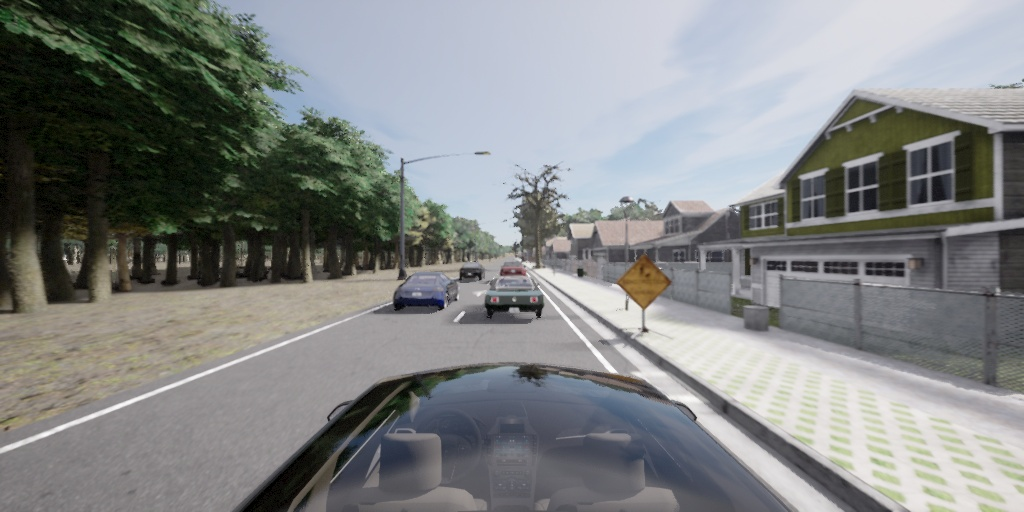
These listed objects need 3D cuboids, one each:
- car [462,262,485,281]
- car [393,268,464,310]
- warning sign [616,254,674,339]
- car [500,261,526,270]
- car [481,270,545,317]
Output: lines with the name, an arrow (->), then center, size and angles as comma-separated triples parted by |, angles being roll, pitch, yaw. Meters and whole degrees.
car -> -3.408, 1.298, 31.375 | 1.882, 1.535, 5.008 | 0, 0, 0
car -> -3.413, 1.350, 14.903 | 1.994, 1.385, 4.181 | 0, 0, 0
warning sign -> 3.051, 0.883, 8.315 | 1.300, 1.860, 1.060 | 0, 0, 0
car -> 0.087, 1.169, 29.593 | 2.097, 1.767, 4.553 | 0, 0, 0
car -> 0.086, 1.382, 13.265 | 1.895, 1.301, 4.718 | 0, 0, 0
